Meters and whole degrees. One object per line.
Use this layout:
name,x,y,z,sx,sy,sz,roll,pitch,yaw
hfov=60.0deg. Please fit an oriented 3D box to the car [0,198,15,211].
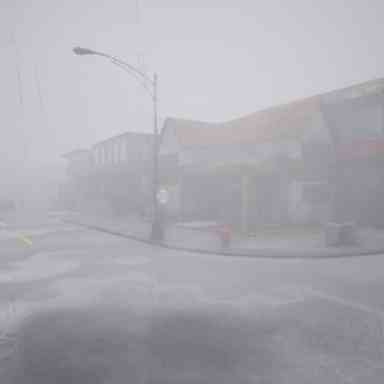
car,-22.465,1.441,39.810,1.882,1.535,5.008,-1,0,-35
